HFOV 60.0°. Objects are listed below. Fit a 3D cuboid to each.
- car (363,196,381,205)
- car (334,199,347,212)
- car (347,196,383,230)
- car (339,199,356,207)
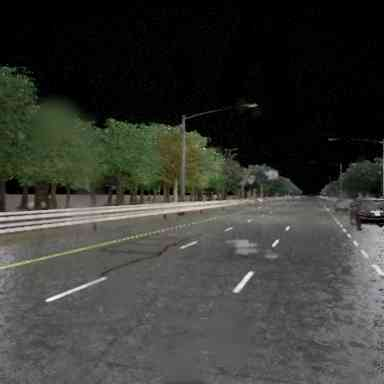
[{"bbox_3d":[43.761,2.109,80.911,5.566,2.045,2.150,1,0,-41],"label":"car"},{"bbox_3d":[21.071,2.041,46.575,1.994,1.385,4.181,0,0,21],"label":"car"},{"bbox_3d":[12.253,1.472,22.848,2.150,2.045,5.566,0,0,20],"label":"car"},{"bbox_3d":[30.806,2.194,65.801,2.128,1.511,4.902,0,0,35],"label":"car"}]
